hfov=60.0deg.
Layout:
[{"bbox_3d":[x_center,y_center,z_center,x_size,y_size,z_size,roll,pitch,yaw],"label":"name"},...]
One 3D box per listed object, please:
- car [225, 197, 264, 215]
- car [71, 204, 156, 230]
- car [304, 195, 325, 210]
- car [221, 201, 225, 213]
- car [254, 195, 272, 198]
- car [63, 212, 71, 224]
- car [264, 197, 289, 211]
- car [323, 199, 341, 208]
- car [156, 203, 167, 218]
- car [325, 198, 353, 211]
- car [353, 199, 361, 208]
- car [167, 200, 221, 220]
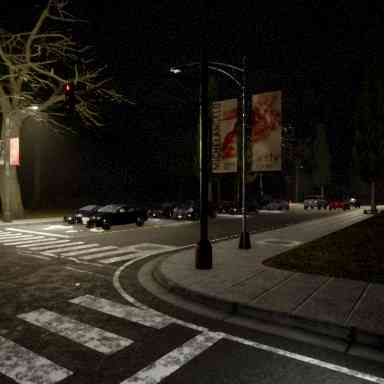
[{"bbox_3d":[5.949,1.680,37.248,1.837,1.490,4.892,0,0,35],"label":"car"},{"bbox_3d":[-4.957,1.566,21.765,2.128,1.511,4.902,0,0,35],"label":"car"},{"bbox_3d":[17.943,1.521,48.295,2.150,2.045,5.566,0,0,35],"label":"car"},{"bbox_3d":[3.894,1.776,39.980,1.895,1.301,4.718,0,0,35],"label":"car"},{"bbox_3d":[9.978,1.472,48.544,2.150,2.045,5.566,0,0,38],"label":"car"},{"bbox_3d":[-7.167,1.637,24.286,1.994,1.385,4.181,0,0,36],"label":"car"},{"bbox_3d":[11.900,1.772,45.638,1.812,1.442,4.674,0,0,36],"label":"car"},{"bbox_3d":[24.079,1.926,57.018,1.812,1.442,4.674,0,-1,35],"label":"car"},{"bbox_3d":[-1.836,1.666,31.831,2.033,1.411,5.357,0,0,35],"label":"car"},{"bbox_3d":[20.695,1.659,46.568,2.097,1.767,4.553,0,0,35],"label":"car"},{"bbox_3d":[26.454,1.892,54.750,2.128,1.511,4.902,0,-1,35],"label":"car"},{"bbox_3d":[0.294,1.472,29.221,2.097,1.767,4.553,0,0,35],"label":"car"}]
